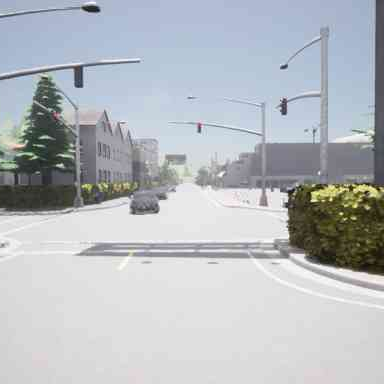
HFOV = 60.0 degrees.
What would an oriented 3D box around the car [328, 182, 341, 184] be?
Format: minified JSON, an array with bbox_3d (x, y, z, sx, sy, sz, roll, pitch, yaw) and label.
[{"bbox_3d":[25.143,-1.052,59.598,2.152,1.636,5.027,-1,2,-1],"label":"car"}]

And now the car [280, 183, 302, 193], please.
[{"bbox_3d":[15.125,-0.545,52.157,2.007,1.523,4.514,-1,2,-1],"label":"car"}]

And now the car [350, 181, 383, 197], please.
[{"bbox_3d":[22.145,-0.472,42.199,1.932,1.855,4.605,-1,2,-1],"label":"car"}]

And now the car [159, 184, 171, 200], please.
[{"bbox_3d":[-3.822,0.119,38.357,1.882,1.535,5.008,-1,3,0],"label":"car"}]

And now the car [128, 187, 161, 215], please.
[{"bbox_3d":[-3.431,0.672,23.784,1.837,1.490,4.892,-2,3,-8],"label":"car"}]

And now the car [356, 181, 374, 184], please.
[{"bbox_3d":[18.922,-0.184,34.310,1.905,1.878,3.866,-1,2,-1],"label":"car"}]

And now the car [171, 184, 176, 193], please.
[{"bbox_3d":[-3.875,-0.636,60.491,2.128,1.511,4.902,-1,2,0],"label":"car"}]
